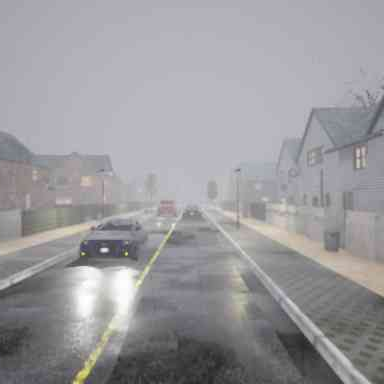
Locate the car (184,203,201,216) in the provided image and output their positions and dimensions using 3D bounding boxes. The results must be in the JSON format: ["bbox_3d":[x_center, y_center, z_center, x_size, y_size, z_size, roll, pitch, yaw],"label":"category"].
[{"bbox_3d":[0.053,2.256,43.912,2.033,1.411,5.357,0,-1,0],"label":"car"}]

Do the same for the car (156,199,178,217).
[{"bbox_3d":[-2.889,1.845,39.241,2.150,2.045,5.566,0,-1,0],"label":"car"}]

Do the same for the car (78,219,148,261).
[{"bbox_3d":[-2.863,1.745,12.881,1.994,1.385,4.181,0,-1,0],"label":"car"}]

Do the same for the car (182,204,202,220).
[{"bbox_3d":[0.048,2.090,33.769,1.994,1.385,4.181,0,-1,1],"label":"car"}]
